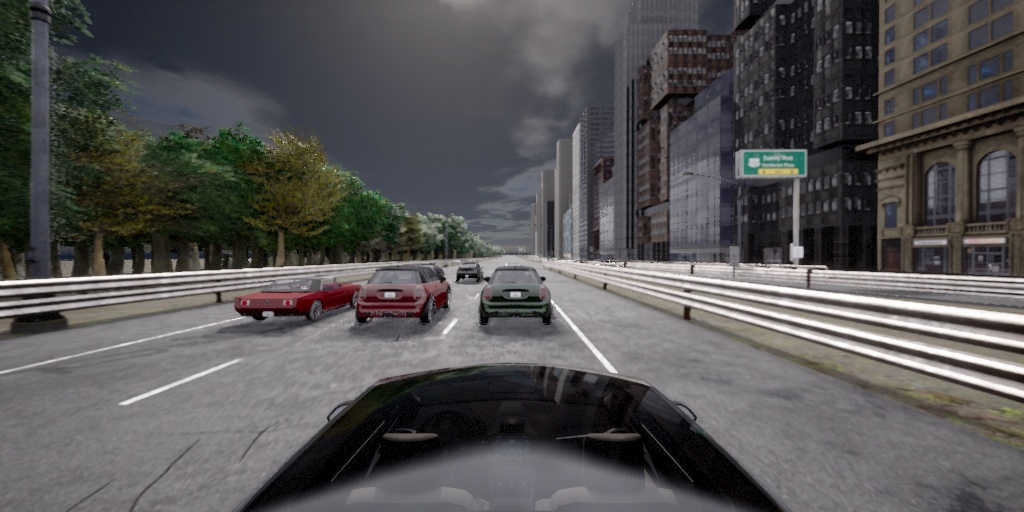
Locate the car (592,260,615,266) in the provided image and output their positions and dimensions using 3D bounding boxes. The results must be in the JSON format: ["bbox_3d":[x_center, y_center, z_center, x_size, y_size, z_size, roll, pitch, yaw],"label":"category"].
[{"bbox_3d":[13.769,1.401,54.414,1.837,1.490,4.892,0,0,-17],"label":"car"}]

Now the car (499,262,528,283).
[{"bbox_3d":[0.105,1.258,29.391,2.128,1.511,4.902,0,0,0],"label":"car"}]

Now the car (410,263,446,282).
[{"bbox_3d":[-6.895,1.331,29.910,1.994,1.385,4.181,0,0,0],"label":"car"}]

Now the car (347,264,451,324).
[{"bbox_3d":[-3.398,1.106,12.113,2.097,1.767,4.553,0,0,0],"label":"car"}]

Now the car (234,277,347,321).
[{"bbox_3d":[-6.905,1.355,12.371,1.895,1.301,4.718,0,0,0],"label":"car"}]

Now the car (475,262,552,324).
[{"bbox_3d":[0.102,1.105,12.154,2.097,1.767,4.553,0,0,0],"label":"car"}]

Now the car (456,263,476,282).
[{"bbox_3d":[-3.394,1.271,29.470,1.837,1.490,4.892,0,0,0],"label":"car"}]
